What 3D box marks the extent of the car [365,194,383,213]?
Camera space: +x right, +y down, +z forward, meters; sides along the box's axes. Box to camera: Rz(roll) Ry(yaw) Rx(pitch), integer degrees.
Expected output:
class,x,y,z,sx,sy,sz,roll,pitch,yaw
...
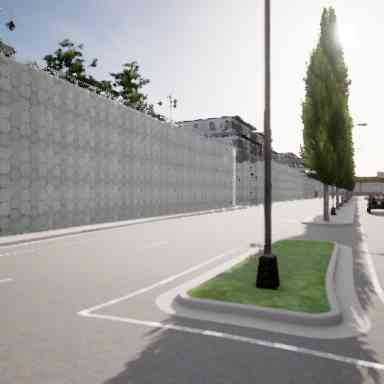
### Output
class,x,y,z,sx,sy,sz,roll,pitch,yaw
car,20.680,1.251,37.043,2.150,2.045,5.566,0,0,26
